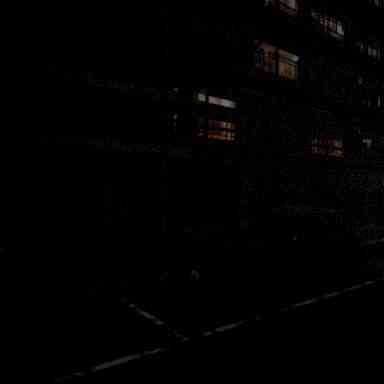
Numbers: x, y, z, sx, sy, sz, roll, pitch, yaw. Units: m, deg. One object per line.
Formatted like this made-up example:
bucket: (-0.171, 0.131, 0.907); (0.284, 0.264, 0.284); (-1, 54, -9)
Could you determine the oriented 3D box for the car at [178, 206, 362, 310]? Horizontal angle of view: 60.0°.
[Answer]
car: (2.119, 1.314, 8.047); (5.009, 1.841, 2.192); (0, 1, -35)
